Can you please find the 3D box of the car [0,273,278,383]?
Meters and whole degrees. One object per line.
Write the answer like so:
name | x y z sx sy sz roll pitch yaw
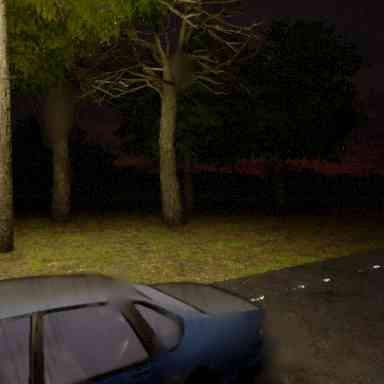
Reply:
car | -1.614 1.547 2.841 5.357 1.411 2.033 0 0 -36
